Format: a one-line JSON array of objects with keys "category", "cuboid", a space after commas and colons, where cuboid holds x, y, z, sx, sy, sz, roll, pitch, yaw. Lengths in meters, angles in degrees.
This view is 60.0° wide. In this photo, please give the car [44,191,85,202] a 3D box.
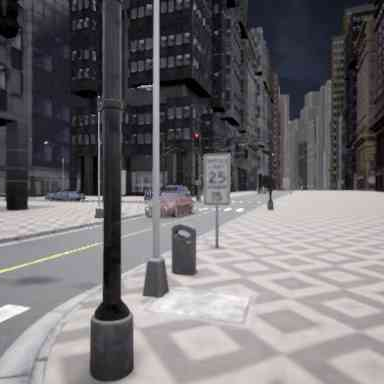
[{"category": "car", "cuboid": [-16.581, 0.544, 43.393, 5.357, 1.411, 2.033, 0, 0, 20]}]

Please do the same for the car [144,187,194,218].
[{"category": "car", "cuboid": [-1.459, 0.770, 22.923, 2.097, 1.767, 4.553, 0, 1, 19]}]

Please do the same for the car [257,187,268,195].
[{"category": "car", "cuboid": [15.154, -0.238, 71.289, 1.837, 1.490, 4.892, 0, 1, 19]}]
